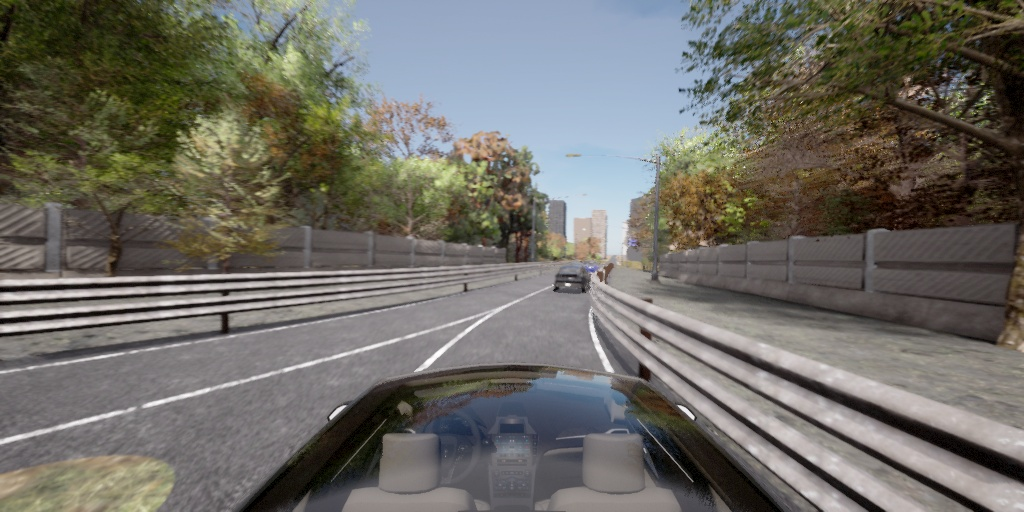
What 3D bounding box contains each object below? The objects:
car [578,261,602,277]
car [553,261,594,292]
[{"bbox_3d":[8.645,1.282,38.978,2.097,1.767,4.553,2,0,16],"label":"car"},{"bbox_3d":[3.773,1.329,22.119,1.837,1.490,4.892,2,1,16],"label":"car"}]
